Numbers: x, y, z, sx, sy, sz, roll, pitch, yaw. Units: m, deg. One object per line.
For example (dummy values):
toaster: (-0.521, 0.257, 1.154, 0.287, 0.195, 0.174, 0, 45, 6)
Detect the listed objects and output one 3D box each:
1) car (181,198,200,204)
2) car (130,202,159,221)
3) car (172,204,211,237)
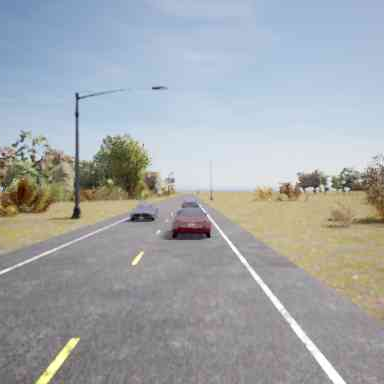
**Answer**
car: (-0.161, 1.456, 36.848, 2.128, 1.511, 4.902, 0, 0, 0)
car: (-3.687, 1.524, 26.806, 2.033, 1.411, 5.357, 0, 0, 0)
car: (-0.023, 1.546, 18.040, 1.994, 1.385, 4.181, 0, 0, 0)
